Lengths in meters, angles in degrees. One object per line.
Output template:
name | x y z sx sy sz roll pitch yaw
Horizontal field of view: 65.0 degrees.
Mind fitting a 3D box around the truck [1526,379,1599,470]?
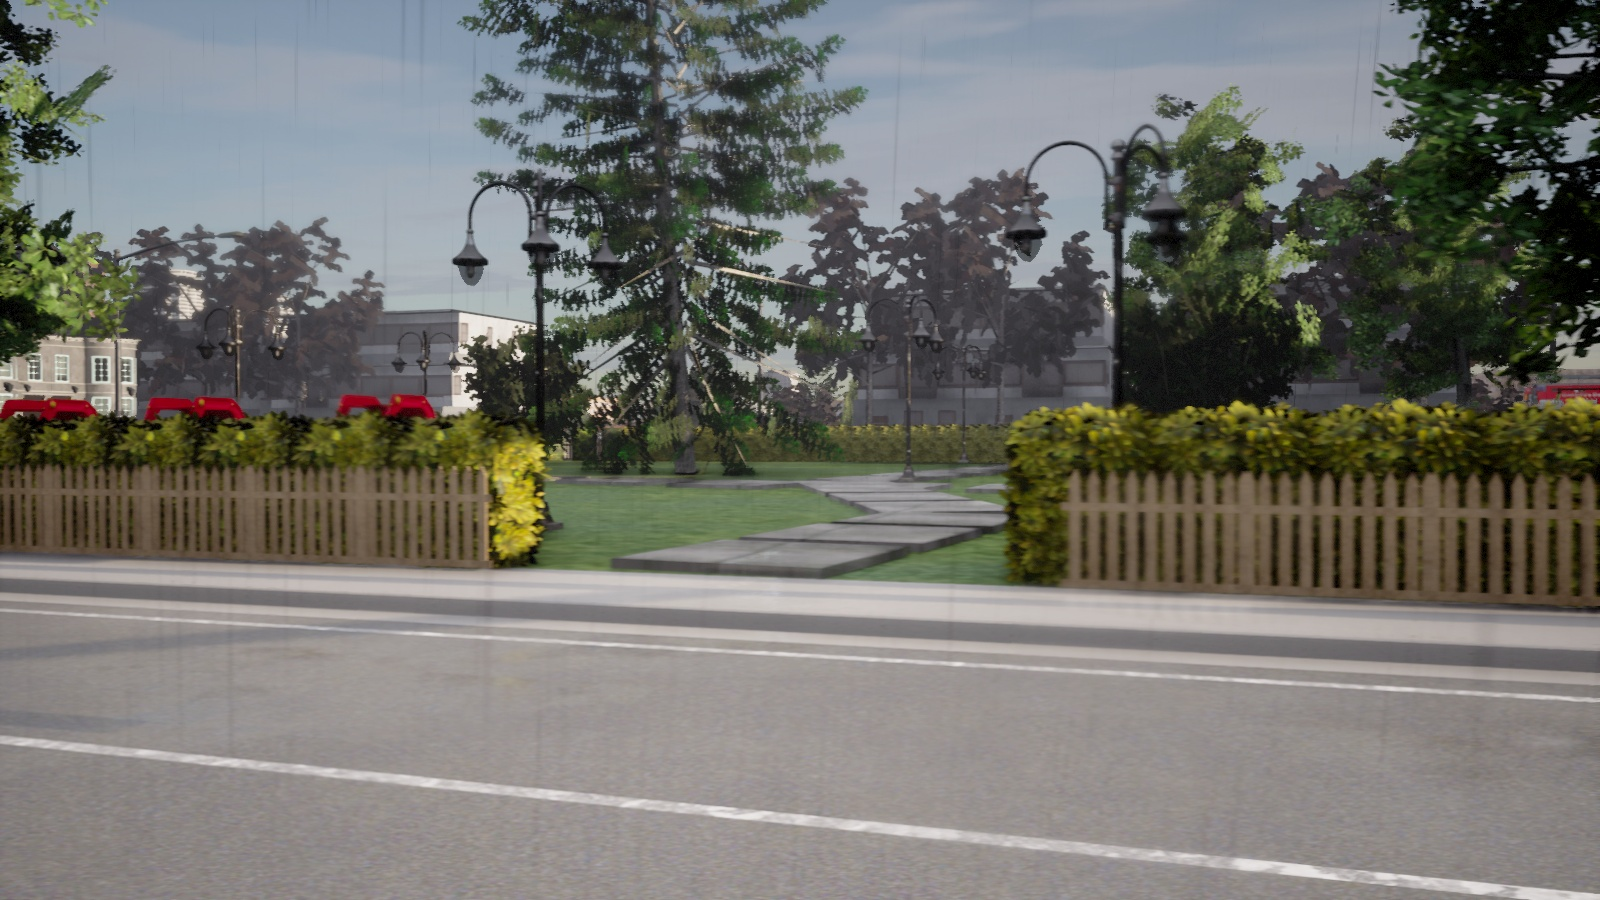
truck | 36.139 -1.060 53.596 8.468 3.827 2.891 1 1 19
